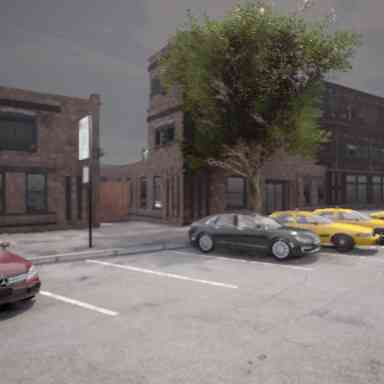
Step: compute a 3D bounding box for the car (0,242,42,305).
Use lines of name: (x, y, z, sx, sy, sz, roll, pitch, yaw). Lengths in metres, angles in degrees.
car: (-5.180, 1.526, 7.128, 4.674, 1.452, 2.002, -1, -1, 35)

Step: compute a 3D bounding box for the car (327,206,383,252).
car: (4.760, 1.479, 13.969, 5.366, 1.575, 1.946, -1, -1, 35)

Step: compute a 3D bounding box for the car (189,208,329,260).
car: (2.158, 1.485, 12.341, 4.892, 1.521, 2.231, -1, -1, 35)
